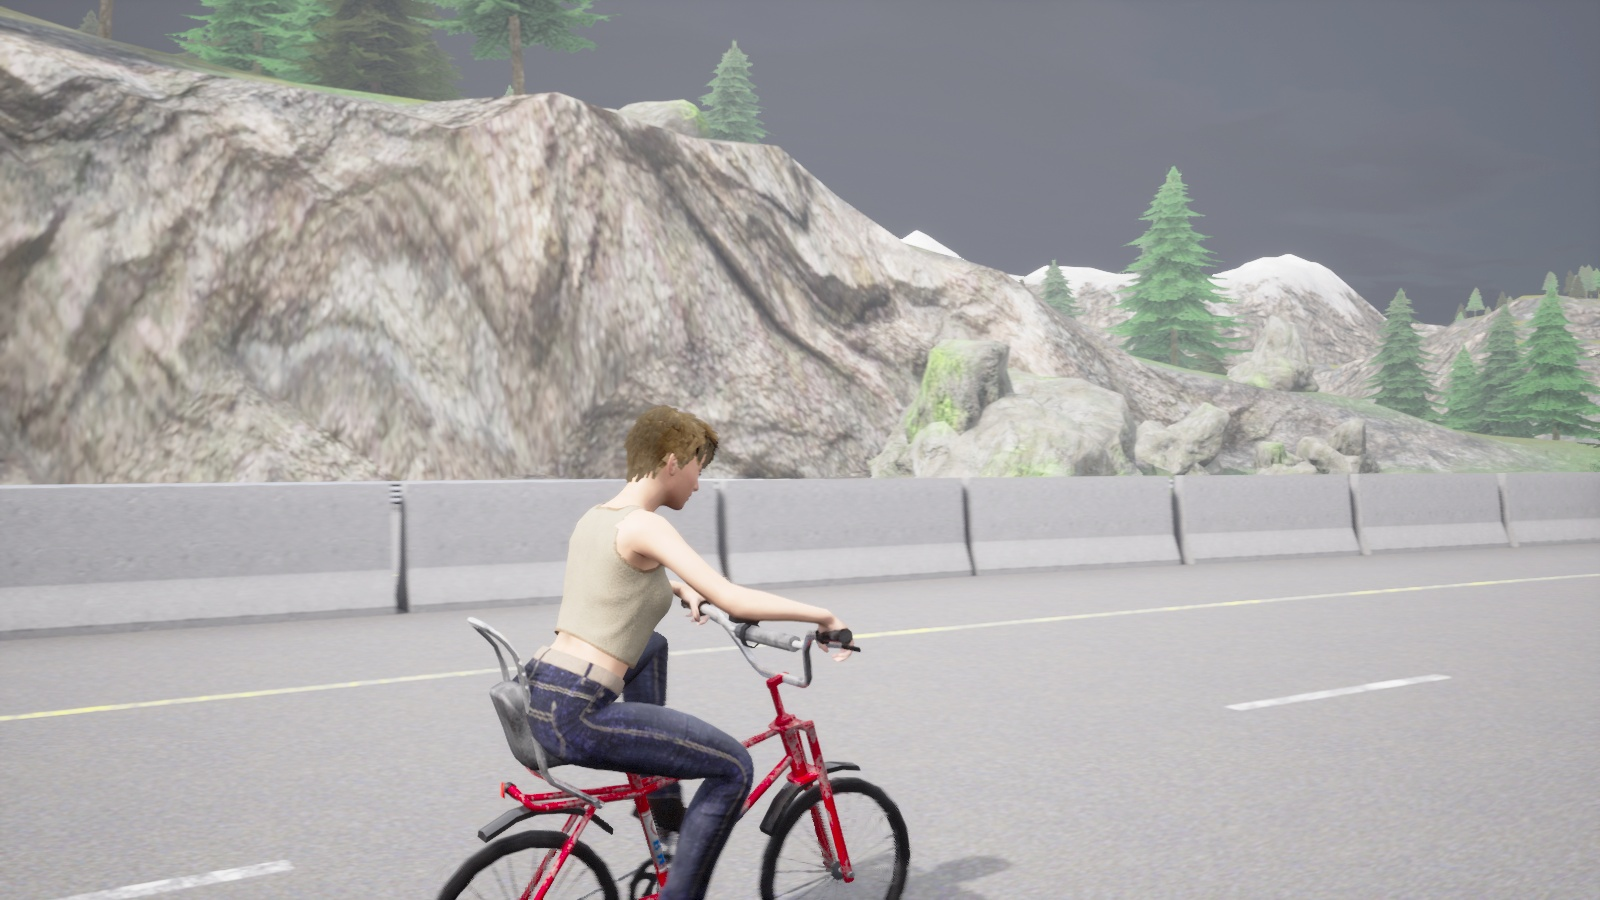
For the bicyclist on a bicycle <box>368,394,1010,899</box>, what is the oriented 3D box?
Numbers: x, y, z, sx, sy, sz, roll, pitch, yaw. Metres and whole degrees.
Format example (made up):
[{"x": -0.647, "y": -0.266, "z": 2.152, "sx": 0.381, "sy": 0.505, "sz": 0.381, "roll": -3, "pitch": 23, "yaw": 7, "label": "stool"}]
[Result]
[{"x": -0.289, "y": 0.689, "z": 3.419, "sx": 1.509, "sy": 1.612, "sz": 0.866, "roll": 0, "pitch": 0, "yaw": -33, "label": "bicyclist on a bicycle"}]
